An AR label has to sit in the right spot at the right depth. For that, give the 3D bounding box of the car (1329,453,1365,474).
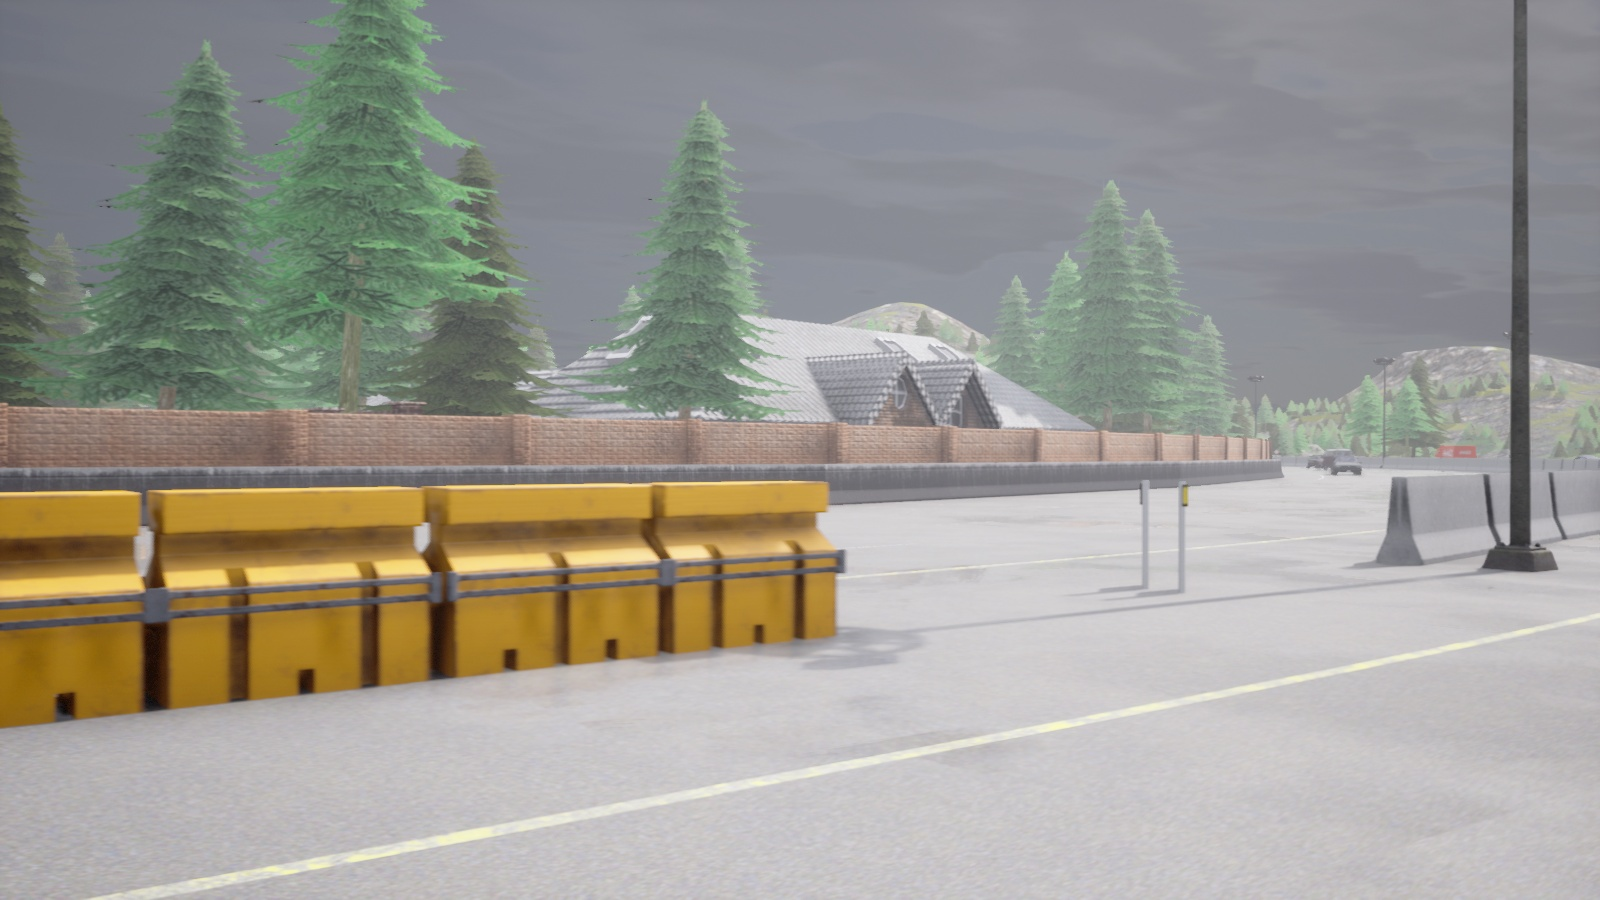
[{"bbox_3d":[39.248,0.949,90.193,2.033,1.411,5.357,0,0,20],"label":"car"}]
